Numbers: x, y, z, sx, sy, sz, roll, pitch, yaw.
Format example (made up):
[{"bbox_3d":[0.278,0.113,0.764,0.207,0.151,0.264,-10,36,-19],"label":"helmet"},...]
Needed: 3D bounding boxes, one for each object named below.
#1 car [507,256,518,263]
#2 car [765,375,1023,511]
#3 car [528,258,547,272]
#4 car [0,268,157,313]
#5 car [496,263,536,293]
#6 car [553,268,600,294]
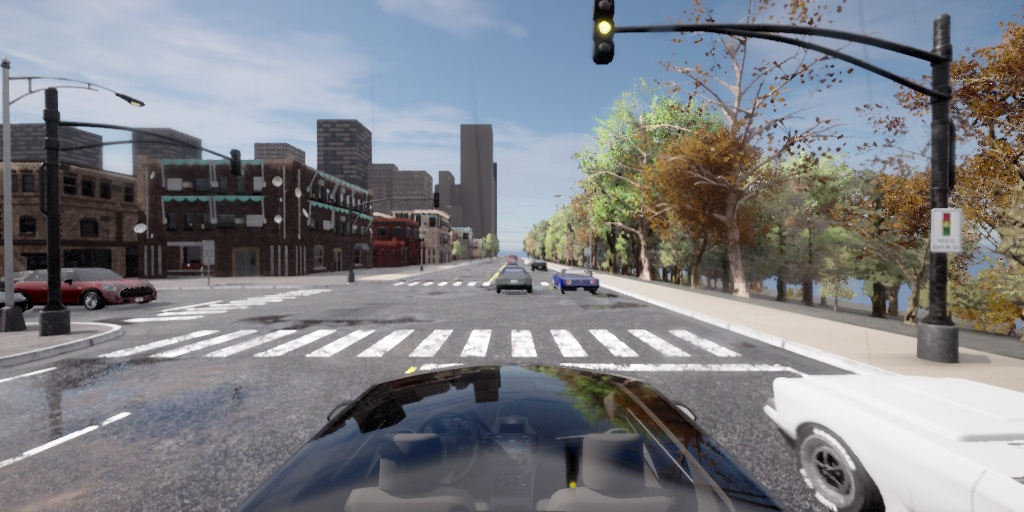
[{"bbox_3d":[0.066,1.224,62.570,2.033,1.411,5.357,0,0,0],"label":"car"},{"bbox_3d":[3.350,1.351,1.269,1.895,1.301,4.718,0,0,0],"label":"car"},{"bbox_3d":[3.399,1.175,45.806,1.882,1.535,5.008,0,0,0],"label":"car"},{"bbox_3d":[-18.016,1.291,15.233,4.553,1.767,2.097,-1,1,2],"label":"car"},{"bbox_3d":[0.121,1.293,20.702,1.994,1.385,4.181,0,0,0],"label":"car"},{"bbox_3d":[3.369,1.331,19.789,1.895,1.301,4.718,0,0,0],"label":"car"}]
